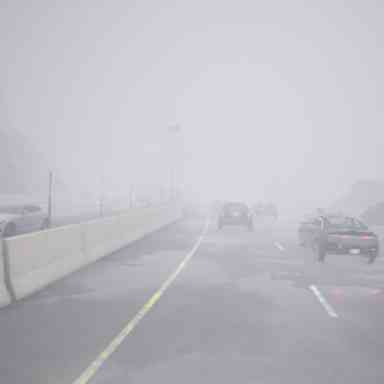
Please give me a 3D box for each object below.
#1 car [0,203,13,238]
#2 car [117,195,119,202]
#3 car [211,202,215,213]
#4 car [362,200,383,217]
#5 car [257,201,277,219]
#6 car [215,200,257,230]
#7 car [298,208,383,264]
[{"bbox_3d":[-8.528,1.251,16.012,1.812,1.442,4.674,2,0,6],"label":"car"},{"bbox_3d":[-12.437,1.074,59.399,1.812,1.442,4.674,2,0,-7],"label":"car"},{"bbox_3d":[3.276,1.590,37.655,2.033,1.411,5.357,2,0,0],"label":"car"},{"bbox_3d":[13.320,1.583,22.026,2.150,2.045,5.566,2,0,4],"label":"car"},{"bbox_3d":[6.731,1.645,31.397,2.128,1.511,4.902,2,0,2],"label":"car"},{"bbox_3d":[2.744,1.401,21.684,2.097,1.767,4.553,2,0,5],"label":"car"},{"bbox_3d":[5.359,1.631,12.704,2.128,1.511,4.902,2,0,7],"label":"car"}]
